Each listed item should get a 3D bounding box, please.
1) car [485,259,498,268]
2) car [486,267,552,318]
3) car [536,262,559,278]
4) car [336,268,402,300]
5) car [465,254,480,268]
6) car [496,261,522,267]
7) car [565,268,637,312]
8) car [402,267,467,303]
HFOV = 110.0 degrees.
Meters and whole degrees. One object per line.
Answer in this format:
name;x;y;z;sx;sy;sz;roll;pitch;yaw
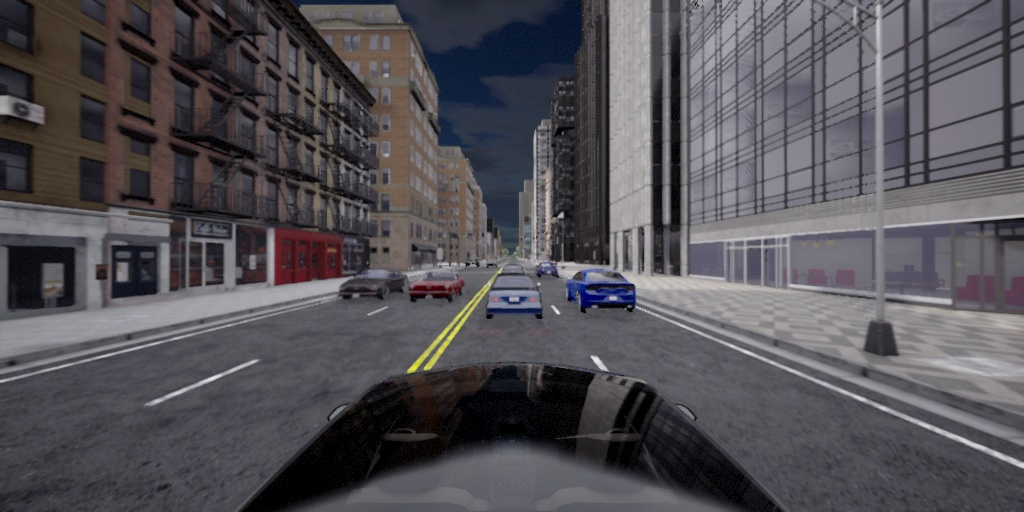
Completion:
car;-3.286;1.195;60.185;1.837;1.490;4.892;0;0;0
car;0.075;1.298;12.889;2.033;1.411;5.357;0;0;0
car;3.325;1.285;34.573;1.812;1.442;4.674;0;0;0
car;-6.610;1.300;17.845;2.033;1.411;5.357;0;0;0
car;-6.536;0.720;60.154;2.150;2.045;5.566;0;0;0
car;0.069;1.304;28.329;2.033;1.411;5.357;0;0;0
car;3.327;1.229;14.232;1.882;1.535;5.008;0;0;0
car;-3.358;1.353;16.733;1.895;1.301;4.718;0;0;0
